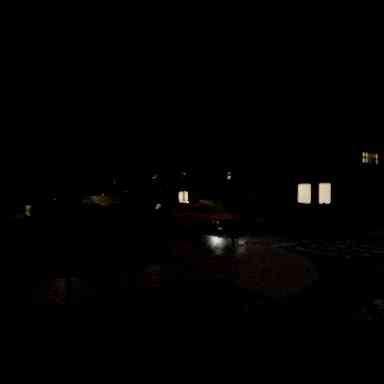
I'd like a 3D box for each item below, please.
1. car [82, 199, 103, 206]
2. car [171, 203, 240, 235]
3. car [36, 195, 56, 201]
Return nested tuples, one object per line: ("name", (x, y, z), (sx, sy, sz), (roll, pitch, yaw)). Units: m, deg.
("car", (-10.454, 1.377, 32.938), (2.033, 1.411, 5.357), (1, 0, -37))
("car", (0.496, 1.393, 18.565), (1.882, 1.535, 5.008), (1, 0, -37))
("car", (-20.242, 1.117, 45.947), (1.994, 1.385, 4.181), (1, 0, -37))
